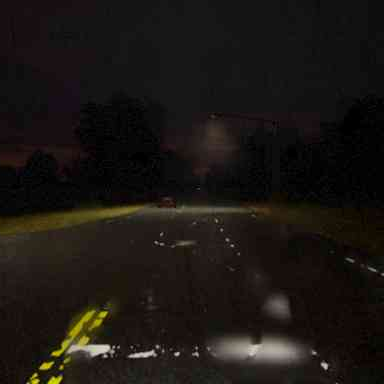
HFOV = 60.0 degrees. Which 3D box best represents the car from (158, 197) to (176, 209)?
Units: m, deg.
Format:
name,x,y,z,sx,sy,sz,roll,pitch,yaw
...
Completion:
name,x,y,z,sx,sy,sz,roll,pitch,yaw
car,-2.976,1.336,40.593,1.994,1.385,4.181,0,1,2
